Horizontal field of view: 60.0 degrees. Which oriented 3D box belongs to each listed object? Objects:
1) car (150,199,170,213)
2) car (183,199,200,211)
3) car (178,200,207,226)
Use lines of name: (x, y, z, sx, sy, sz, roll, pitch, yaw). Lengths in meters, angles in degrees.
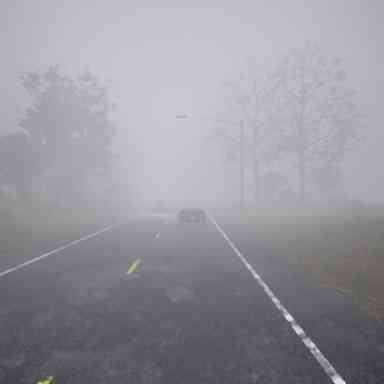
car: (-3.605, 1.539, 38.073, 1.882, 1.535, 5.008, 0, 0, 0)
car: (-0.018, 1.624, 41.743, 1.994, 1.385, 4.181, 0, 0, 0)
car: (0.033, 1.518, 24.163, 1.882, 1.535, 5.008, 0, 0, 0)
